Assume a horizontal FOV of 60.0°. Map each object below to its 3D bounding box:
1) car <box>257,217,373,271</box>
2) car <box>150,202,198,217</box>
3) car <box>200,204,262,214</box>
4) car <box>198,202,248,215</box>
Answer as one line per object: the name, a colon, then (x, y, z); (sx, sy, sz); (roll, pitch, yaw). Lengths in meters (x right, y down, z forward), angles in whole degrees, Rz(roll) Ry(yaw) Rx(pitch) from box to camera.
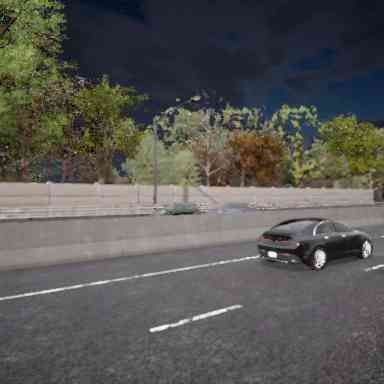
car: (4.341, 1.632, 11.405); (4.892, 1.490, 1.837); (0, -1, -37)
car: (-1.395, 1.703, 29.247); (4.553, 1.767, 2.097); (0, -1, -37)
car: (3.513, 1.828, 24.182); (5.357, 1.411, 2.033); (0, -1, -37)
car: (3.201, 1.683, 28.328); (4.553, 1.767, 2.097); (0, -1, -37)
